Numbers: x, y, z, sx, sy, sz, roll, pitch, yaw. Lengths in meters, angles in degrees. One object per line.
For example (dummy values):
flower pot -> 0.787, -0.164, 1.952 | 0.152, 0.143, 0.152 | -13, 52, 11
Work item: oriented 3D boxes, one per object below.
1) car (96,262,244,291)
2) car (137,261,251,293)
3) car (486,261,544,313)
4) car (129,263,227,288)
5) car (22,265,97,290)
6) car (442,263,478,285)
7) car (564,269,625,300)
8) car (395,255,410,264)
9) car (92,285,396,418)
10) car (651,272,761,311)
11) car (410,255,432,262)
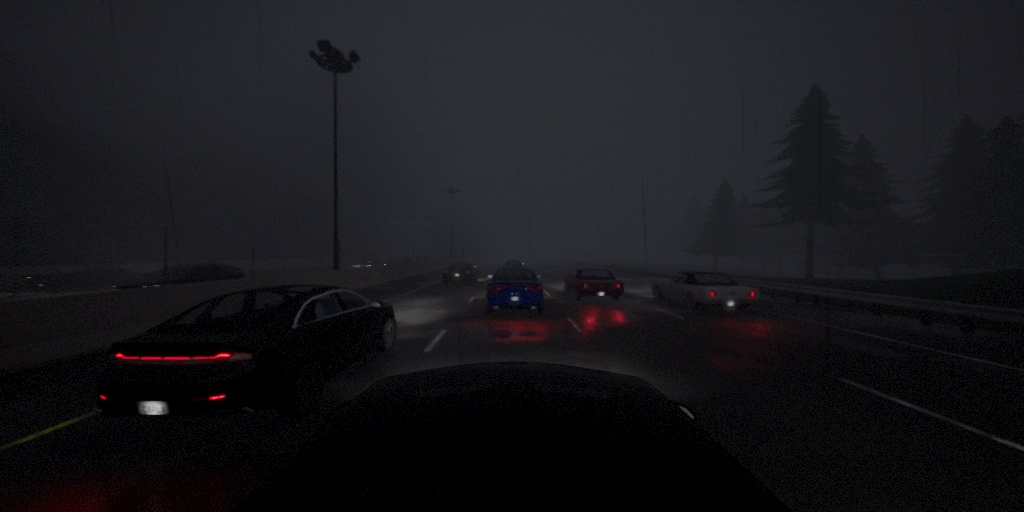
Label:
car -> -14.099, 1.109, 15.554 | 1.882, 1.535, 5.008 | 0, 0, 0
car -> -17.597, 1.082, 20.289 | 2.128, 1.511, 4.902 | 0, 1, 0
car -> 0.097, 1.128, 13.385 | 1.882, 1.535, 5.008 | 0, 0, 0
car -> -21.098, 1.168, 22.998 | 1.895, 1.301, 4.718 | 0, 0, 0
car -> -24.598, 1.186, 20.914 | 1.895, 1.301, 4.718 | 0, 0, 0
car -> -3.400, 1.123, 24.179 | 1.994, 1.385, 4.181 | 0, 0, 0
car -> 3.599, 1.224, 16.643 | 1.895, 1.301, 4.718 | 0, 0, 0
car -> -17.537, 0.602, 60.328 | 2.097, 1.767, 4.553 | 0, 0, 1
car -> -3.400, 1.206, 5.825 | 2.128, 1.511, 4.902 | 0, 0, 0
car -> 7.100, 1.248, 13.849 | 1.895, 1.301, 4.718 | 0, 0, 0
car -> -14.054, 0.635, 56.538 | 2.097, 1.767, 4.553 | 0, 0, 0
